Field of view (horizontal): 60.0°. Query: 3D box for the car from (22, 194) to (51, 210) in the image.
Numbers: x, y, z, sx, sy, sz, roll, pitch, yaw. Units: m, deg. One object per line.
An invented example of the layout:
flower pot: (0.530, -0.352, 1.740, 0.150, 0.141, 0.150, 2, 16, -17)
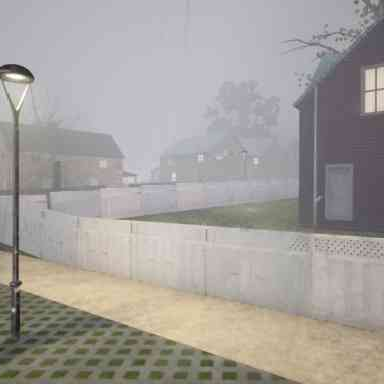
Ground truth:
car: (-9.858, 0.774, 22.751, 4.718, 1.301, 1.895, -4, 3, -40)

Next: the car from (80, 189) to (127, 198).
car: (-5.515, 0.495, 22.509, 5.008, 1.535, 1.882, -4, 3, -40)

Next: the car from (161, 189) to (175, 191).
car: (-2.142, 0.211, 29.219, 4.718, 1.301, 1.895, -4, 3, -40)
